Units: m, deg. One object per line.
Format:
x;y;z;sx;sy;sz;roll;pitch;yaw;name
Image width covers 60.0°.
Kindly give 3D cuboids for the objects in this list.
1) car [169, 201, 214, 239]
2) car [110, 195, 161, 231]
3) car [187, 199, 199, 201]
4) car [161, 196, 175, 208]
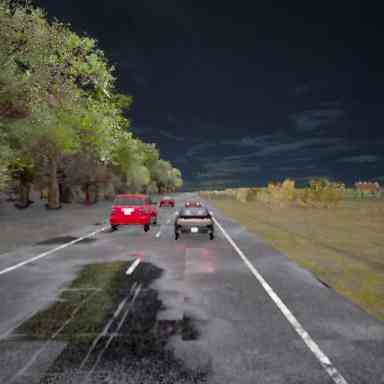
0.107;1.447;16.978;2.128;1.511;4.902;0;0;0;car
-3.393;1.170;20.192;2.150;2.045;5.566;0;0;0;car
0.114;1.484;42.390;1.895;1.301;4.718;0;0;0;car
-3.385;1.347;46.779;1.882;1.535;5.008;0;0;0;car
